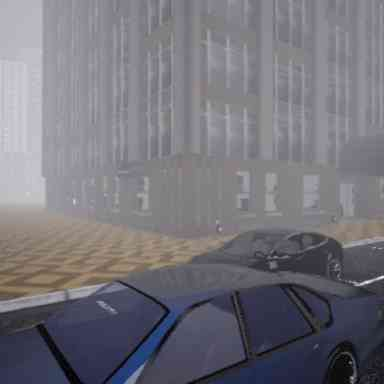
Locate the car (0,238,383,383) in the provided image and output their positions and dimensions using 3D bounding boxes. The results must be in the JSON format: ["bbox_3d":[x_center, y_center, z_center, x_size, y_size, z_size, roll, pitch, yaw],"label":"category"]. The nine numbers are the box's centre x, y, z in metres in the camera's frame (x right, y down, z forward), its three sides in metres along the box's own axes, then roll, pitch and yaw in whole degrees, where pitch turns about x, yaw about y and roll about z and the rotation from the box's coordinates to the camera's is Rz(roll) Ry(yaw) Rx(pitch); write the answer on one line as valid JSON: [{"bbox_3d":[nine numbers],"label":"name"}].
[{"bbox_3d":[-0.080,1.540,3.322,5.357,1.411,2.033,0,0,-35],"label":"car"}]

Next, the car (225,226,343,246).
[{"bbox_3d":[1.869,1.540,7.880,4.313,1.339,1.947,0,1,-35],"label":"car"}]
